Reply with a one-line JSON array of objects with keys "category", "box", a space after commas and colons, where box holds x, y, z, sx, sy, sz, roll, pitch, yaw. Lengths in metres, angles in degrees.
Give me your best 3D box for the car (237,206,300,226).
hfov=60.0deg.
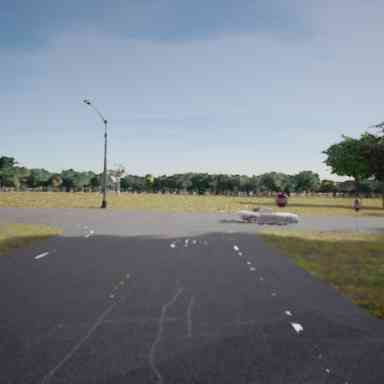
[{"category": "car", "box": [6.023, 1.860, 26.427, 4.718, 1.301, 1.895, 3, 0, 0]}]
